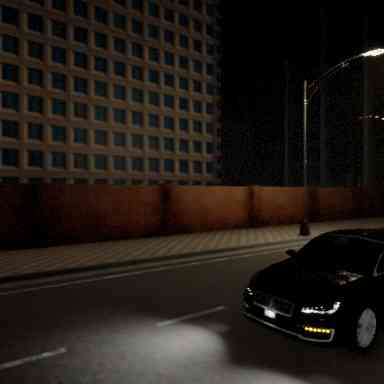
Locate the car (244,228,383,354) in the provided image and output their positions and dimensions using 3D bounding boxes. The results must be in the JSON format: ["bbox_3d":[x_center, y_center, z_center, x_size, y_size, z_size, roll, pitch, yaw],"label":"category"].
[{"bbox_3d":[3.101,1.497,6.192,4.892,1.490,1.837,0,0,-35],"label":"car"}]
